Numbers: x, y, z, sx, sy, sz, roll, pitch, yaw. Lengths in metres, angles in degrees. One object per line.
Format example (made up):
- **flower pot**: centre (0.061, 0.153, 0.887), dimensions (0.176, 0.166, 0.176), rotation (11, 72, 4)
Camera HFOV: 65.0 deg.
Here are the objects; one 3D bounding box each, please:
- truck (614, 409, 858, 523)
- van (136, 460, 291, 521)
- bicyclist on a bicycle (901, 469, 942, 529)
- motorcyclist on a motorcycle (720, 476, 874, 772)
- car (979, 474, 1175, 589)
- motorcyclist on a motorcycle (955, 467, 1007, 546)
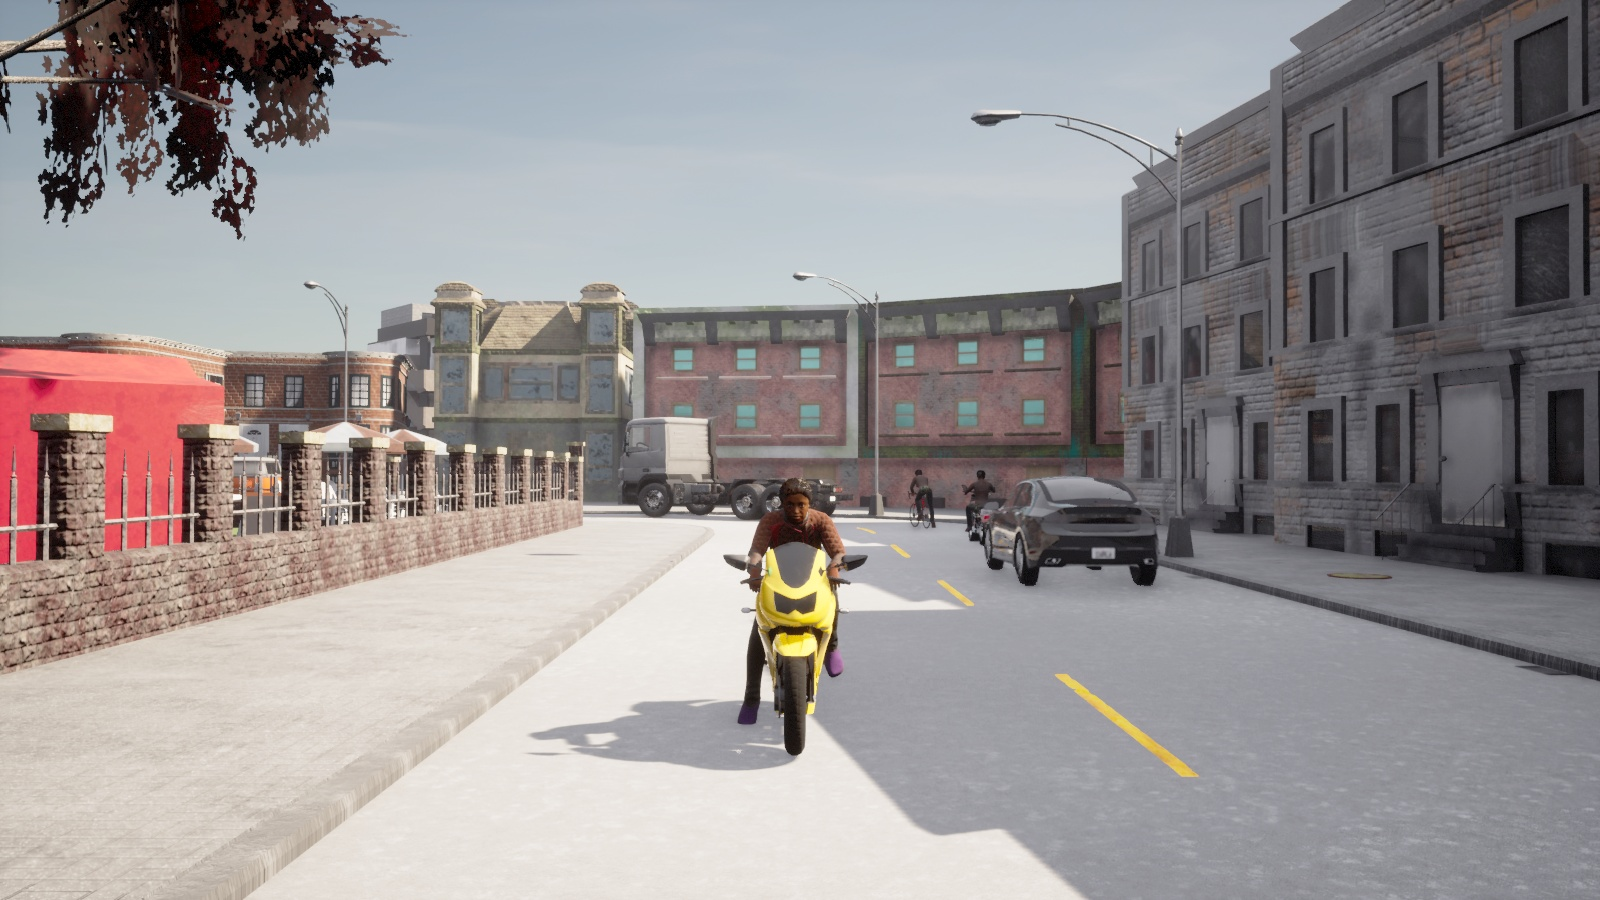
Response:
- **truck**: centre (-2.226, 0.540, 41.630), dimensions (7.936, 3.462, 2.891), rotation (-1, -1, 34)
- **van**: centre (-19.921, 1.363, 42.747), dimensions (4.442, 1.987, 1.775), rotation (0, -1, 0)
- **bicyclist on a bicycle**: centre (3.362, 1.341, 34.925), dimensions (0.582, 1.620, 1.656), rotation (0, -1, -14)
- **motorcyclist on a motorcycle**: centre (-0.020, 0.923, 7.552), dimensions (0.797, 1.523, 2.044), rotation (0, -1, 0)
- **car**: centre (3.951, 1.117, 18.781), dimensions (1.837, 1.490, 4.892), rotation (0, -1, 0)
- **motorcyclist on a motorcycle**: centre (3.928, 1.208, 27.391), dimensions (0.766, 1.649, 2.350), rotation (0, -1, 0)
